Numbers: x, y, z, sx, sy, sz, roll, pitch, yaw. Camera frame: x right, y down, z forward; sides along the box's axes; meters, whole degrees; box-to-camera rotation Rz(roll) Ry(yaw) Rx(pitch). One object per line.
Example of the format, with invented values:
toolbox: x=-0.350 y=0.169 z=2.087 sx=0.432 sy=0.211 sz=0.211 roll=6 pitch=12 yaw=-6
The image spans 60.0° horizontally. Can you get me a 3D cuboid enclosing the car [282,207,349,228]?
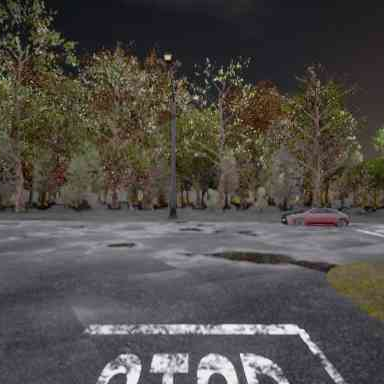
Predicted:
car: x=8.121 y=1.678 z=22.100 sx=4.181 sy=1.385 sz=1.994 roll=0 pitch=0 yaw=0
